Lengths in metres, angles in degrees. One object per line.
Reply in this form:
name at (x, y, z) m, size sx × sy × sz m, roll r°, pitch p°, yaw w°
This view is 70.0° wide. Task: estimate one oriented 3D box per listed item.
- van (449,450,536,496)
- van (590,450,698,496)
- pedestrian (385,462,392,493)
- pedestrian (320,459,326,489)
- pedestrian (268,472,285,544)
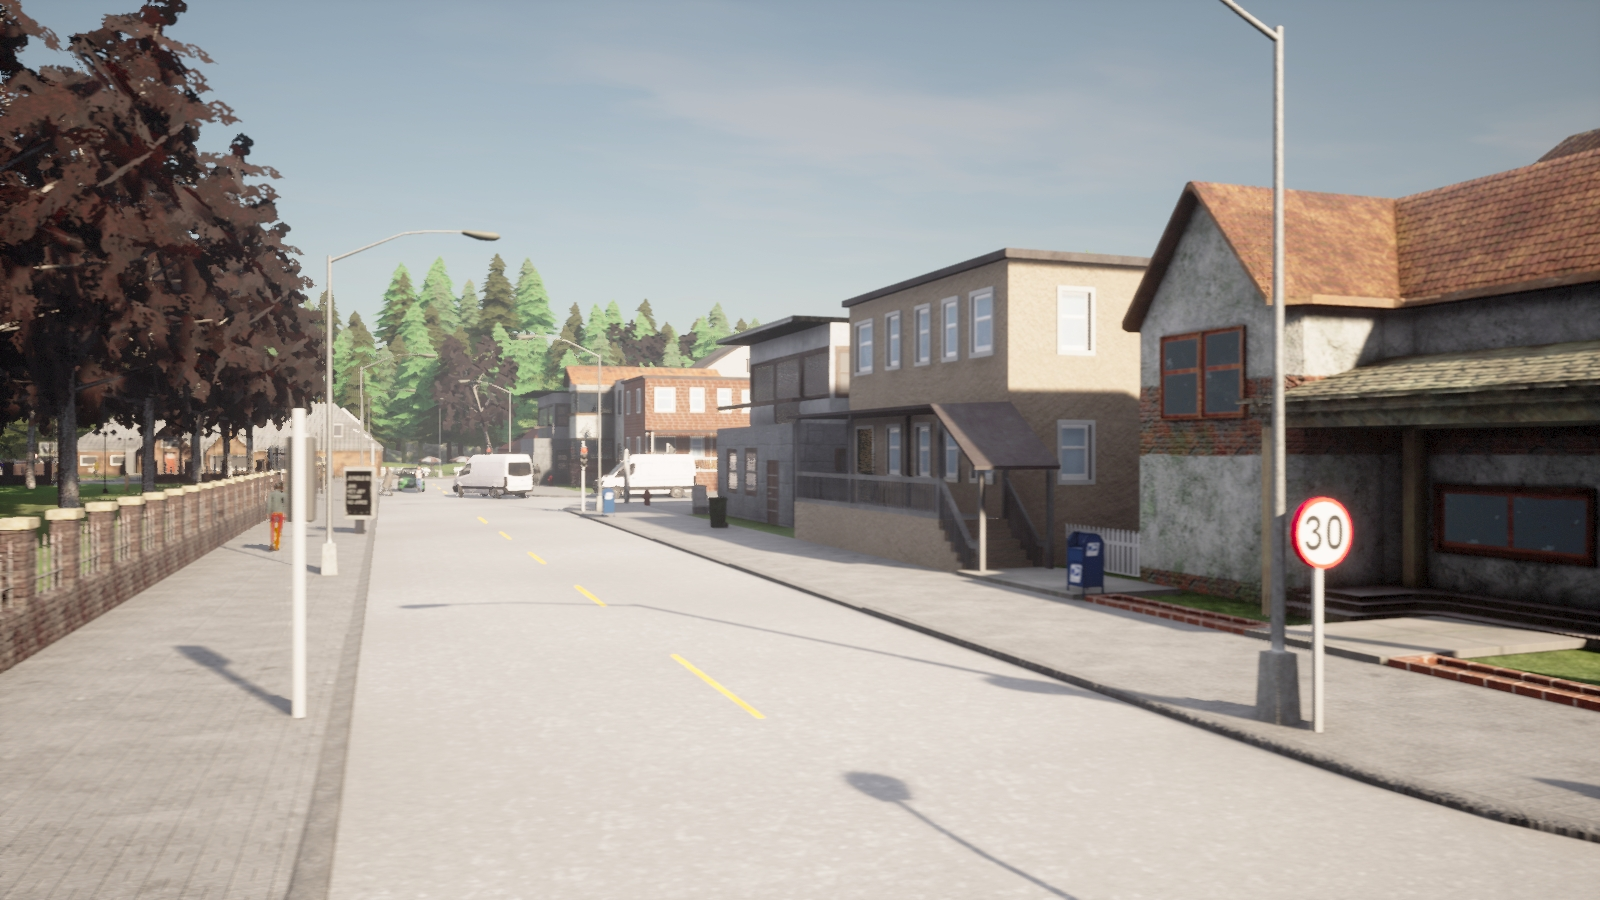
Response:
van at (-18.138, 1.313, 67.154) m, size 5.915 × 2.561 × 1.988 m, roll 0°, pitch 1°, yaw 42°
van at (-9.054, 1.313, 66.160) m, size 5.915 × 2.561 × 1.988 m, roll 0°, pitch 0°, yaw -19°
pedestrian at (-24.730, 1.628, 68.663) m, size 0.375 × 1.860 × 0.375 m, roll 0°, pitch 0°, yaw -10°
pedestrian at (-30.087, 1.525, 72.066) m, size 0.375 × 1.860 × 0.375 m, roll 0°, pitch 0°, yaw -20°
pedestrian at (-13.844, 1.525, 30.216) m, size 0.375 × 1.860 × 0.375 m, roll 0°, pitch 0°, yaw -18°
